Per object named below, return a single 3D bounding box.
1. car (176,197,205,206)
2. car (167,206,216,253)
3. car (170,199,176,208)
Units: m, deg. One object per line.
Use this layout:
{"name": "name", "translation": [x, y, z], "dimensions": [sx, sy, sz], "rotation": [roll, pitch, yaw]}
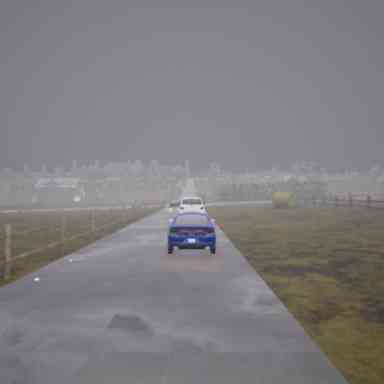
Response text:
{"name": "car", "translation": [-0.016, 1.466, 29.043], "dimensions": [2.150, 2.045, 5.566], "rotation": [0, 0, 0]}
{"name": "car", "translation": [-0.004, 1.608, 14.466], "dimensions": [1.882, 1.535, 5.008], "rotation": [0, 0, 0]}
{"name": "car", "translation": [-2.788, 1.922, 57.284], "dimensions": [1.882, 1.535, 5.008], "rotation": [0, -1, 0]}
